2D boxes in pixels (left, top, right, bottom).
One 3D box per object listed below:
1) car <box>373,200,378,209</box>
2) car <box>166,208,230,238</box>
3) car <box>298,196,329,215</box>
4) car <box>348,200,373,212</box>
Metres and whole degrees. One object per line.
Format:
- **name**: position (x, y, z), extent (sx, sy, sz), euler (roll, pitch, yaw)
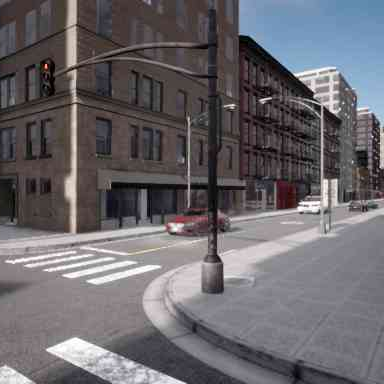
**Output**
- **car**: position (27.785, 1.905, 52.034), extent (1.994, 1.385, 4.181), euler (0, 0, 35)
- **car**: position (0.492, 1.630, 18.746), extent (1.812, 1.442, 4.674), euler (0, 0, 35)
- **car**: position (13.635, 1.455, 37.214), extent (2.150, 2.045, 5.566), euler (0, 0, 36)
- **car**: position (22.034, 1.782, 43.955), extent (2.128, 1.511, 4.902), euler (0, 0, 36)
